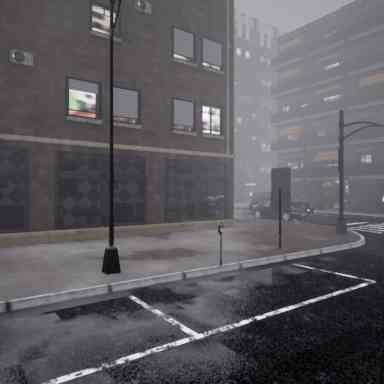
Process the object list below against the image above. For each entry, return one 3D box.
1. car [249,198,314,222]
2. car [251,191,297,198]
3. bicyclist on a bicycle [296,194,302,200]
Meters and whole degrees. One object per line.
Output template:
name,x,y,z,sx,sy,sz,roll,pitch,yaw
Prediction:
car,6.262,1.342,24.181,2.008,1.369,4.403,1,0,-36
car,7.170,0.988,27.322,2.150,2.045,5.566,0,1,-36
bicyclist on a bicycle,11.522,1.011,36.196,1.656,1.620,0.582,0,1,-36
